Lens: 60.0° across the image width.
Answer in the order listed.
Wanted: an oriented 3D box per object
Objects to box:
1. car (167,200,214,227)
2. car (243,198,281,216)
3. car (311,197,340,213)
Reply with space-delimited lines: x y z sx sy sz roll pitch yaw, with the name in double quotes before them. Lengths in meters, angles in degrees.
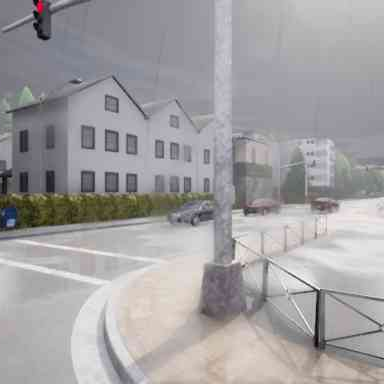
"car" 0.400 1.298 21.349 2.128 1.511 4.902 0 0 35
"car" 6.323 1.284 29.706 1.882 1.535 5.008 0 0 35
"car" 13.509 1.285 33.622 1.882 1.535 5.008 0 -1 35
